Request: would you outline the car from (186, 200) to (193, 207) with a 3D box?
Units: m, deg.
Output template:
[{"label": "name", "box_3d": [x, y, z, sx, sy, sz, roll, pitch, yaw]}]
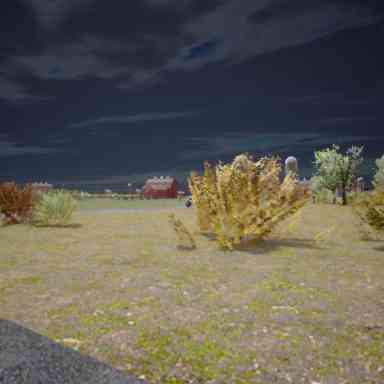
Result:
[{"label": "car", "box_3d": [0.772, 2.135, 62.395, 1.837, 1.490, 4.892, -1, -1, 36]}]
